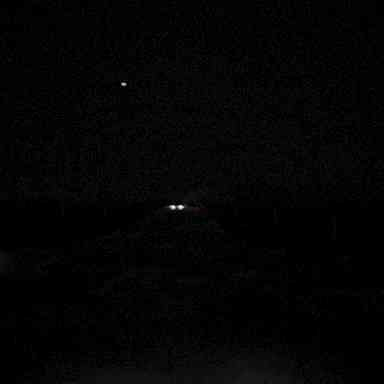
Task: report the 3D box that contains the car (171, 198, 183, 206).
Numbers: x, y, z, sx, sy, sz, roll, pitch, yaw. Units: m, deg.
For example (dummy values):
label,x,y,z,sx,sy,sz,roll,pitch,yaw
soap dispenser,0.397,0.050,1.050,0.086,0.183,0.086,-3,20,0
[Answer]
label,x,y,z,sx,sy,sz,roll,pitch,yaw
car,-2.511,1.743,58.003,1.994,1.385,4.181,0,0,0

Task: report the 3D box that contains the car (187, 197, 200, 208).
label,x,y,z,sx,sy,sz,roll,pitch,yaw
car,0.219,1.664,52.961,2.128,1.511,4.902,0,0,0

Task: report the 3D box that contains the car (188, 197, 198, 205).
label,x,y,z,sx,sy,sz,roll,pitch,yaw
car,0.260,1.738,63.000,1.812,1.442,4.674,0,0,0
